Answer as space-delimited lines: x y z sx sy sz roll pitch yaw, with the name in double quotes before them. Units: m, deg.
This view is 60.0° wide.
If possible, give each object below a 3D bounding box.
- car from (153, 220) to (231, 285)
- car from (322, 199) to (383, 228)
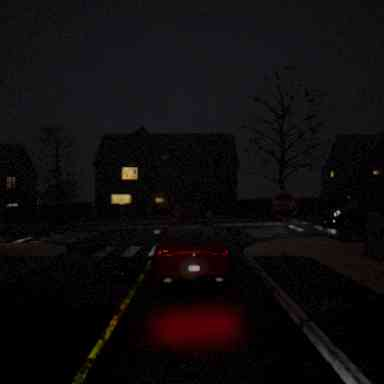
"car" -0.104 1.578 9.879 1.882 1.535 5.008 0 -1 -3
"car" 10.552 1.244 20.774 4.553 1.767 2.097 -1 0 -1
